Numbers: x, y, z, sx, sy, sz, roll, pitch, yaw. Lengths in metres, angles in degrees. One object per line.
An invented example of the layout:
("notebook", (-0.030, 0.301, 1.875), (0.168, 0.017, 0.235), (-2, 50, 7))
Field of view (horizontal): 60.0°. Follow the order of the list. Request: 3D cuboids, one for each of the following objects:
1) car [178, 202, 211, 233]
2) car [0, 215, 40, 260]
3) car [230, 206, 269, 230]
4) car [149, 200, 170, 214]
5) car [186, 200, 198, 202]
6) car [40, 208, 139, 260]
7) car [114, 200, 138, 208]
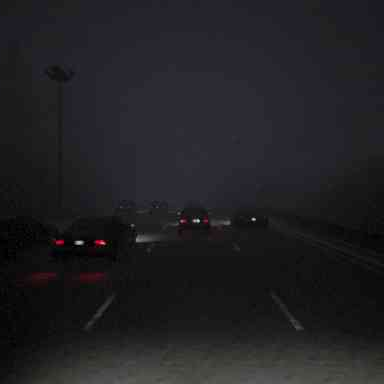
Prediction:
("car", (0.141, 1.571, 19.891), (2.033, 1.411, 5.357), (0, 0, 0))
("car", (-6.844, 1.561, 12.396), (2.033, 1.411, 5.357), (0, 0, 0))
("car", (3.628, 1.590, 21.618), (1.994, 1.385, 4.181), (0, 0, 0))
("car", (-3.448, 1.589, 35.335), (2.033, 1.411, 5.357), (0, 0, 0))
("car", (0.027, 1.648, 39.275), (1.895, 1.301, 4.718), (0, 0, 0))
("car", (-3.345, 1.562, 12.393), (2.033, 1.411, 5.357), (0, 0, 0))
("car", (-6.949, 1.589, 35.332), (2.033, 1.411, 5.357), (0, 0, 0))
